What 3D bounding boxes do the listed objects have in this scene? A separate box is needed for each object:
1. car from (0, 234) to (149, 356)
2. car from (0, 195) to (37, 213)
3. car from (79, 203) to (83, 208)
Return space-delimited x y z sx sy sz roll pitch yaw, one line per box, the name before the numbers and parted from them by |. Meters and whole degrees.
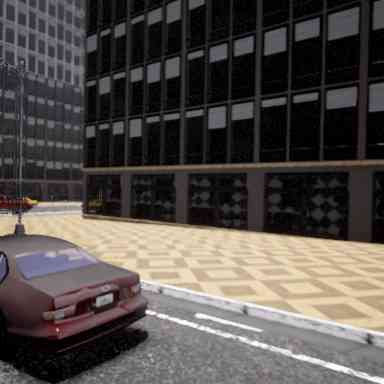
car | -3.231 1.495 5.988 5.357 1.411 2.033 1 0 36
car | -18.543 1.234 32.680 2.192 1.841 5.009 1 0 36
car | -11.743 1.545 41.889 1.752 1.417 4.829 1 0 36
